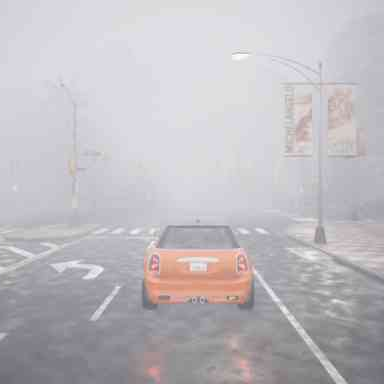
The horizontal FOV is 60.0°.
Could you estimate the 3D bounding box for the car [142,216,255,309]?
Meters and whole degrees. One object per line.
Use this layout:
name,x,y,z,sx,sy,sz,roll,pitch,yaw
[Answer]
car,0.116,1.351,8.019,2.097,1.767,4.553,0,0,0

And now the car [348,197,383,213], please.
car,20.033,1.347,36.322,4.553,1.767,2.097,0,0,1
